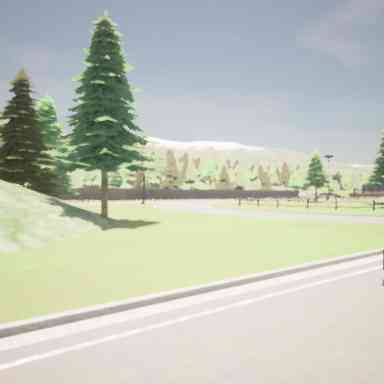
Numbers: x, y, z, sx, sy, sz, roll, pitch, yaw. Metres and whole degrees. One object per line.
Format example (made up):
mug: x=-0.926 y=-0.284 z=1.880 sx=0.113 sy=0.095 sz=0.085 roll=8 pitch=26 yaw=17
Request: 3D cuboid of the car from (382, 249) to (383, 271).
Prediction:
car: x=6.897 y=1.524 z=8.775 sx=4.892 sy=1.490 sz=1.837 roll=0 pitch=0 yaw=-35
